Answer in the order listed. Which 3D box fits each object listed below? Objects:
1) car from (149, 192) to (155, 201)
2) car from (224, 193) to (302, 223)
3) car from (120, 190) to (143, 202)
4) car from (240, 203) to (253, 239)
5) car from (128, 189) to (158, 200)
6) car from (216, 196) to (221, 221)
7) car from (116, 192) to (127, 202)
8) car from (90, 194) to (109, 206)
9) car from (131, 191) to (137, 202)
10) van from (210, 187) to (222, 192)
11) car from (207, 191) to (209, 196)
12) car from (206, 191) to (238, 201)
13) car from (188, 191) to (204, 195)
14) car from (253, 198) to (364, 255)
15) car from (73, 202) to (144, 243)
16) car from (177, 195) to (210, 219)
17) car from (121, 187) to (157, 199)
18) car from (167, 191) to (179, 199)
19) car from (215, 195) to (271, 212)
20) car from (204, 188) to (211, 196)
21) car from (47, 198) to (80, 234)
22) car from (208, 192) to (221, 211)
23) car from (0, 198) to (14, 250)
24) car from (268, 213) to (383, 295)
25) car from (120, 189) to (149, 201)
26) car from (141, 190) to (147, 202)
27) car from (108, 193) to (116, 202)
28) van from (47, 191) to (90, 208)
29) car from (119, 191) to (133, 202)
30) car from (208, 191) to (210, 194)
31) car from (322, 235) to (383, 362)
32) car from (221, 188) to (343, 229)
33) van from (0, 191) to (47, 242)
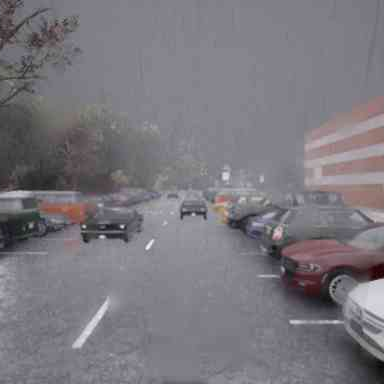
[{"bbox_3d":[-8.155,0.639,46.516,4.892,1.521,2.231,0,1,0],"label":"car"},{"bbox_3d":[4.388,0.980,21.169,4.553,1.767,2.185,0,1,0],"label":"car"},{"bbox_3d":[-8.142,0.848,35.223,5.008,1.535,2.097,0,1,0],"label":"car"},{"bbox_3d":[4.415,1.301,12.696,4.674,1.452,2.002,0,1,0],"label":"car"},{"bbox_3d":[-8.085,0.338,54.991,4.553,1.767,2.185,0,0,0],"label":"car"},{"bbox_3d":[4.233,1.154,18.346,5.366,1.575,1.946,0,1,0],"label":"car"},{"bbox_3d":[-8.143,1.006,26.629,5.008,1.535,2.097,0,1,0],"label":"car"},{"bbox_3d":[-8.154,1.109,20.983,5.008,1.535,2.097,0,1,0],"label":"car"},{"bbox_3d":[-8.176,0.929,32.400,4.792,1.488,2.163,0,1,0],"label":"car"},{"bbox_3d":[4.304,0.672,32.468,4.442,1.987,1.878,0,1,0],"label":"van"},{"bbox_3d":[4.419,0.834,38.123,4.674,1.452,2.002,0,1,0],"label":"car"},{"bbox_3d":[4.427,0.621,49.426,4.674,1.452,2.002,0,1,0],"label":"car"},{"bbox_3d":[0.107,0.823,41.112,1.994,1.385,4.181,0,1,0],"label":"car"},{"bbox_3d":[4.386,1.187,9.868,4.553,1.767,2.185,0,1,0],"label":"car"},{"bbox_3d":[-3.348,1.345,14.686,1.895,1.301,4.718,0,1,0],"label":"car"},{"bbox_3d":[0.102,1.167,24.417,1.895,1.301,4.718,0,1,0],"label":"car"},{"bbox_3d":[-8.121,0.334,49.210,5.566,2.045,2.435,0,1,0],"label":"car"},{"bbox_3d":[-3.283,0.542,57.362,1.895,1.301,4.718,0,1,1],"label":"car"},{"bbox_3d":[4.423,0.990,29.647,4.674,1.452,2.002,0,1,0],"label":"car"},{"bbox_3d":[4.429,0.636,46.598,5.008,1.535,2.097,0,1,0],"label":"car"},{"bbox_3d":[-8.157,1.212,15.461,4.892,1.521,2.231,0,1,0],"label":"car"},{"bbox_3d":[4.235,0.998,26.822,5.366,1.575,1.946,0,1,0],"label":"car"},{"bbox_3d":[-8.122,1.191,9.688,4.553,1.767,2.185,0,1,0],"label":"car"},{"bbox_3d":[4.422,1.364,7.045,5.008,1.535,2.097,0,1,0],"label":"car"},{"bbox_3d":[-8.142,0.745,40.870,4.892,1.521,2.231,0,1,0],"label":"car"},{"bbox_3d":[-8.141,0.796,38.046,5.008,1.535,2.097,0,1,0],"label":"car"},{"bbox_3d":[-8.179,0.932,23.804,4.553,1.767,2.185,0,1,0],"label":"car"},{"bbox_3d":[-8.265,0.933,18.282,4.442,1.987,1.878,0,1,0],"label":"van"},{"bbox_3d":[-8.152,0.954,29.452,5.008,1.535,2.097,0,1,0],"label":"car"},{"bbox_3d":[4.451,0.876,35.298,4.792,1.488,2.163,0,1,0],"label":"car"},{"bbox_3d":[4.419,1.456,4.220,4.674,1.452,2.002,0,1,0],"label":"car"},{"bbox_3d":[4.390,0.958,15.516,5.566,2.045,2.435,0,1,0],"label":"car"},{"bbox_3d":[-8.270,1.037,12.633,4.442,1.987,1.878,0,1,0],"label":"van"}]
